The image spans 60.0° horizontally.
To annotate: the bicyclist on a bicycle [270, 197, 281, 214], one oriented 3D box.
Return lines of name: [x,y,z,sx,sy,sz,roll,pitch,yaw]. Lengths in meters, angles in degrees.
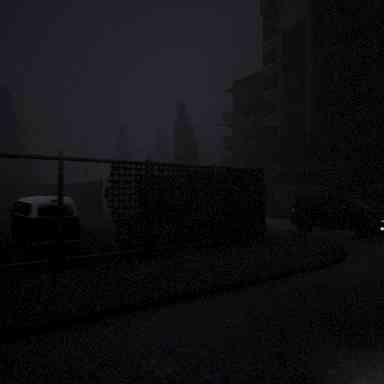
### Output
bicyclist on a bicycle: [8.015,1.340,31.826,1.656,1.620,0.582,0,0,-36]

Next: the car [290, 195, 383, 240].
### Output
car: [7.869,1.215,17.581,2.150,2.045,5.566,0,0,-36]
